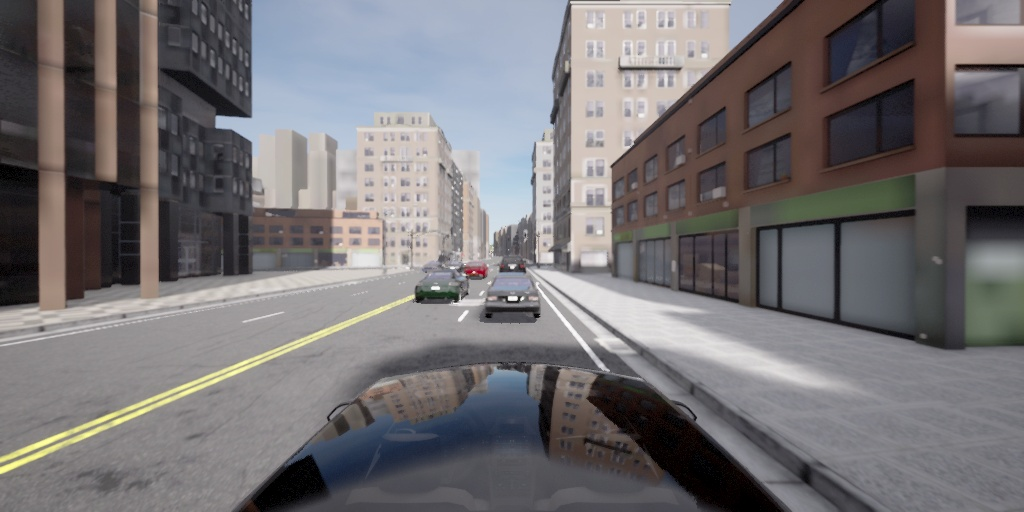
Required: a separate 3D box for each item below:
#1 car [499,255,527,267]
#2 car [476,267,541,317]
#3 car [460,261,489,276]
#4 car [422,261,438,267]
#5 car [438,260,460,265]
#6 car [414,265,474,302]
[{"bbox_3d":[0.058,0.974,30.669,2.150,2.045,5.566,0,0,0],"label":"car"},{"bbox_3d":[0.043,1.300,13.100,2.033,1.411,5.357,0,0,0],"label":"car"},{"bbox_3d":[-3.184,1.229,32.767,1.882,1.535,5.008,0,0,0],"label":"car"},{"bbox_3d":[-9.809,1.294,44.863,2.033,1.411,5.357,0,0,1],"label":"car"},{"bbox_3d":[-6.583,1.240,41.126,2.128,1.511,4.902,0,0,0],"label":"car"},{"bbox_3d":[-3.180,1.317,16.988,1.994,1.385,4.181,0,0,0],"label":"car"}]
